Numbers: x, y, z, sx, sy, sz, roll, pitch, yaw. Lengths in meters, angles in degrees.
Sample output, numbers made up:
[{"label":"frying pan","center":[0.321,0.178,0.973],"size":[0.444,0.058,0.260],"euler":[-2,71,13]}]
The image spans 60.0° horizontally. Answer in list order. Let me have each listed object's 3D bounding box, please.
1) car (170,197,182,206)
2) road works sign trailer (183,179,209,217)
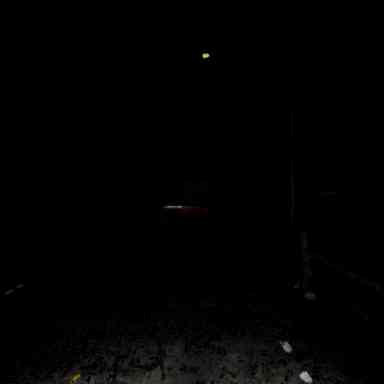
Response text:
[{"label":"car","center":[-2.782,1.681,58.381],"size":[1.837,1.490,4.892],"euler":[0,0,1]},{"label":"road works sign trailer","center":[0.286,0.557,32.016],"size":[2.380,3.560,2.880],"euler":[0,-1,-6]}]
